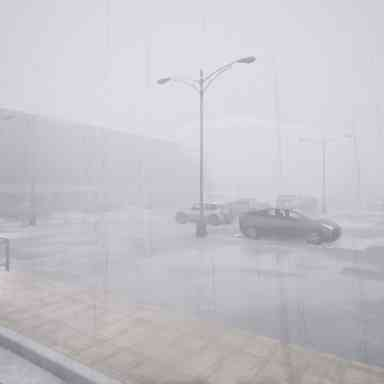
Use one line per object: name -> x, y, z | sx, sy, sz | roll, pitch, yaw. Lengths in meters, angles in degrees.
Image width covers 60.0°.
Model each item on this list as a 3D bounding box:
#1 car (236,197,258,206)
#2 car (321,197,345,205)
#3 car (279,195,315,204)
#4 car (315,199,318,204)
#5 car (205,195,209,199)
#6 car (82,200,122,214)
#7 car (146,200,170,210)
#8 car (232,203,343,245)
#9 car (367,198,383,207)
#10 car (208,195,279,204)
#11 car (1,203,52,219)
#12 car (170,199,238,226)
car -> 10.084, 1.677, 60.506 | 2.128, 1.511, 4.902 | 0, 0, 35
car -> 23.779, 1.570, 55.996 | 3.633, 1.501, 1.845 | 0, 0, 35
car -> 11.602, 1.273, 38.287 | 3.866, 1.878, 1.905 | 0, 0, 35
car -> 12.942, 1.294, 40.898 | 4.605, 1.855, 1.932 | 0, 0, 35
car -> 3.950, 1.407, 51.806 | 2.150, 2.045, 5.566 | 0, 0, 35
car -> -10.243, 1.691, 38.153 | 1.837, 1.490, 4.892 | 0, 0, 35
car -> -4.460, 1.751, 46.303 | 1.994, 1.385, 4.181 | 0, 0, 36
car -> 4.423, 1.491, 15.351 | 4.514, 1.523, 2.007 | 0, 0, 35
car -> 28.119, 1.578, 49.280 | 3.806, 1.475, 1.970 | 0, 0, 35
car -> 4.219, 1.350, 27.838 | 5.027, 1.636, 2.152 | 0, 0, 35
car -> -15.322, 1.750, 30.970 | 1.994, 1.385, 4.181 | 0, 0, 35
car -> 0.780, 1.428, 22.410 | 3.806, 1.475, 1.970 | 0, 0, 35
